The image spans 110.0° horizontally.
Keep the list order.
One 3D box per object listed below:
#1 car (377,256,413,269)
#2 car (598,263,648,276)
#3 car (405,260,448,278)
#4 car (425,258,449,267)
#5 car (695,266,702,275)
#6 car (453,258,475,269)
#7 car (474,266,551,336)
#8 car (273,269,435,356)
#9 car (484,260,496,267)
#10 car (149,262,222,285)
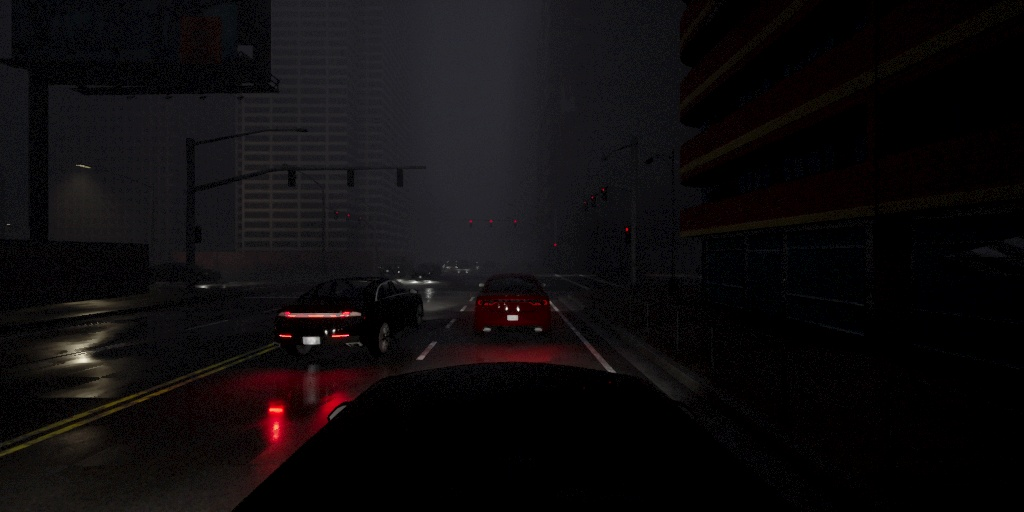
[{"bbox_3d":[-10.841,0.972,33.935,2.150,2.045,5.566,0,0,0],"label":"car"},{"bbox_3d":[11.322,1.351,36.790,4.718,1.301,1.895,0,0,2],"label":"car"},{"bbox_3d":[-7.319,1.297,31.194,2.033,1.411,5.357,0,0,0],"label":"car"},{"bbox_3d":[-10.975,1.314,52.623,1.994,1.385,4.181,0,0,0],"label":"car"},{"bbox_3d":[21.448,1.228,36.741,5.008,1.535,1.882,0,0,0],"label":"car"},{"bbox_3d":[-7.499,1.297,56.355,2.033,1.411,5.357,0,0,0],"label":"car"},{"bbox_3d":[0.011,1.228,10.481,1.882,1.535,5.008,0,0,0],"label":"car"},{"bbox_3d":[-3.477,1.242,8.592,2.128,1.511,4.902,0,0,-1],"label":"car"},{"bbox_3d":[-3.856,1.314,62.738,1.994,1.385,4.181,0,0,0],"label":"car"},{"bbox_3d":[-23.942,1.228,25.988,5.008,1.535,1.882,0,0,0],"label":"car"}]
